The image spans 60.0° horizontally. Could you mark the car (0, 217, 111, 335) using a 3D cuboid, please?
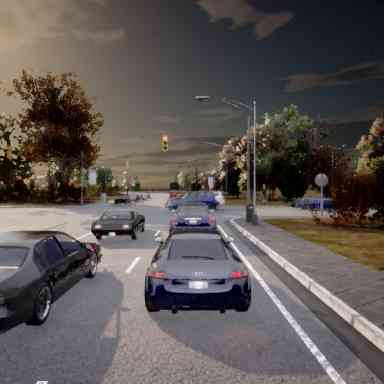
[{"bbox_3d":[-3.418,1.528,6.978,2.033,1.411,5.357,0,0,-1],"label":"car"}]

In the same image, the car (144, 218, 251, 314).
[{"bbox_3d":[0.079,1.541,7.668,1.994,1.385,4.181,0,0,-1],"label":"car"}]

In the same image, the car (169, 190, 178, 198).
[{"bbox_3d":[-5.107,0.442,93.644,2.150,2.045,5.566,0,1,-7],"label":"car"}]

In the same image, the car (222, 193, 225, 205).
[{"bbox_3d":[1.225,0.970,40.101,5.566,2.045,2.150,-1,0,-3],"label":"car"}]

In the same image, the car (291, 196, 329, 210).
[{"bbox_3d":[14.162,1.252,37.380,5.008,1.535,1.882,0,0,-3],"label":"car"}]

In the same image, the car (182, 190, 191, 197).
[{"bbox_3d":[-1.619,0.401,94.035,2.097,1.767,4.553,0,1,-7],"label":"car"}]

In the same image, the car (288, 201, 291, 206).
[{"bbox_3d":[14.390,1.228,40.902,5.008,1.535,1.882,0,0,-3],"label":"car"}]

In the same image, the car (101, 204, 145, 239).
[{"bbox_3d":[-3.482,1.519,16.622,1.895,1.301,4.718,0,0,-1],"label":"car"}]

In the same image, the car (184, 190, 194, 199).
[{"bbox_3d":[-0.799,0.573,83.388,2.150,2.045,5.566,0,1,-4],"label":"car"}]

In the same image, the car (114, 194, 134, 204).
[{"bbox_3d":[-10.805,1.273,52.110,1.895,1.301,4.718,0,0,0],"label":"car"}]

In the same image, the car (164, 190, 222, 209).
[{"bbox_3d":[-0.093,1.010,34.458,5.566,2.045,2.150,-1,1,-27],"label":"car"}]

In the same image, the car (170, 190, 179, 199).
[{"bbox_3d":[-4.273,0.590,82.902,2.150,2.045,5.566,0,1,-3],"label":"car"}]

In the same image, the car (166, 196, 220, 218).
[{"bbox_3d":[0.039,1.273,16.301,2.097,1.767,4.553,0,0,0],"label":"car"}]

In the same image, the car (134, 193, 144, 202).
[{"bbox_3d":[-10.819,1.094,61.212,2.128,1.511,4.902,0,0,0],"label":"car"}]

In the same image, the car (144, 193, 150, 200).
[{"bbox_3d":[-10.865,1.101,71.169,1.895,1.301,4.718,0,1,-1],"label":"car"}]
